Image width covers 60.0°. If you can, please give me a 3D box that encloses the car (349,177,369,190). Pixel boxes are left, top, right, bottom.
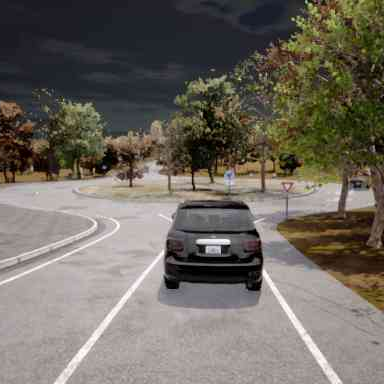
[{"bbox_3d":[21.426,-1.181,43.302,2.128,1.511,4.902,1,5,9],"label":"car"}]

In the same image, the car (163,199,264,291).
[{"bbox_3d":[0.561,1.203,9.133,2.150,2.045,5.566,0,0,3],"label":"car"}]
